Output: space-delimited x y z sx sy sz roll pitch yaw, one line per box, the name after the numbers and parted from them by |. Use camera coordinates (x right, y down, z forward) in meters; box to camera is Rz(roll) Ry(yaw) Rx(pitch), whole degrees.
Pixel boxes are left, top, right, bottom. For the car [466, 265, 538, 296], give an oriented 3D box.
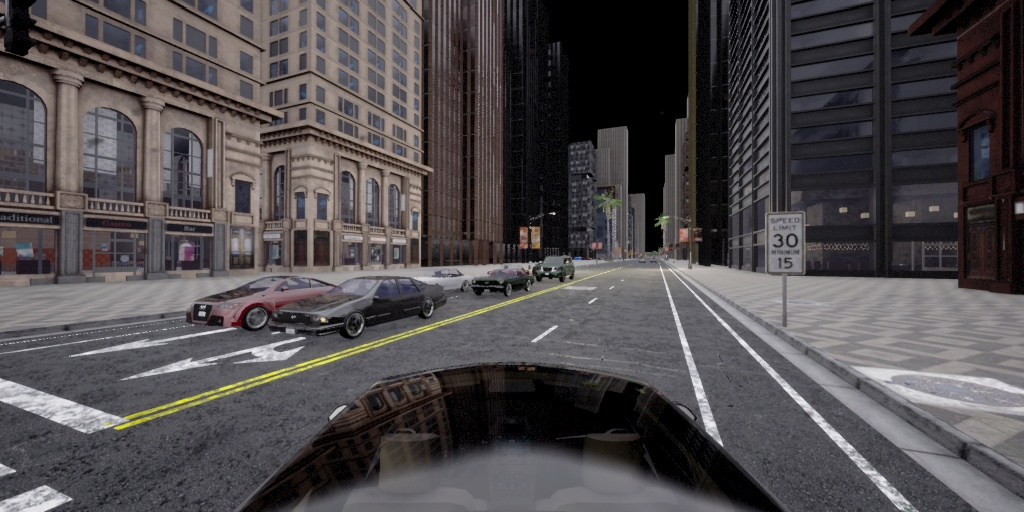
-0.384 1.357 19.412 1.895 1.301 4.718 0 0 22 | car

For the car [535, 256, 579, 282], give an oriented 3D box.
3.637 0.986 29.324 2.150 2.045 5.566 0 0 22 | car

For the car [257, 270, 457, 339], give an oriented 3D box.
-3.986 1.299 10.525 2.033 1.411 5.357 0 0 22 | car

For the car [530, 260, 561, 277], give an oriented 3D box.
3.645 1.250 37.903 1.882 1.535 5.008 0 0 23 | car

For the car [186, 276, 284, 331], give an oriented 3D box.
-7.254 1.315 11.106 1.994 1.385 4.181 0 0 22 | car

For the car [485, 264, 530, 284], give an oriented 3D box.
-0.224 1.363 28.459 1.895 1.301 4.718 0 0 22 | car

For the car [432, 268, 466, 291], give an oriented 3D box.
-3.967 1.356 19.227 1.895 1.301 4.718 0 0 22 | car
